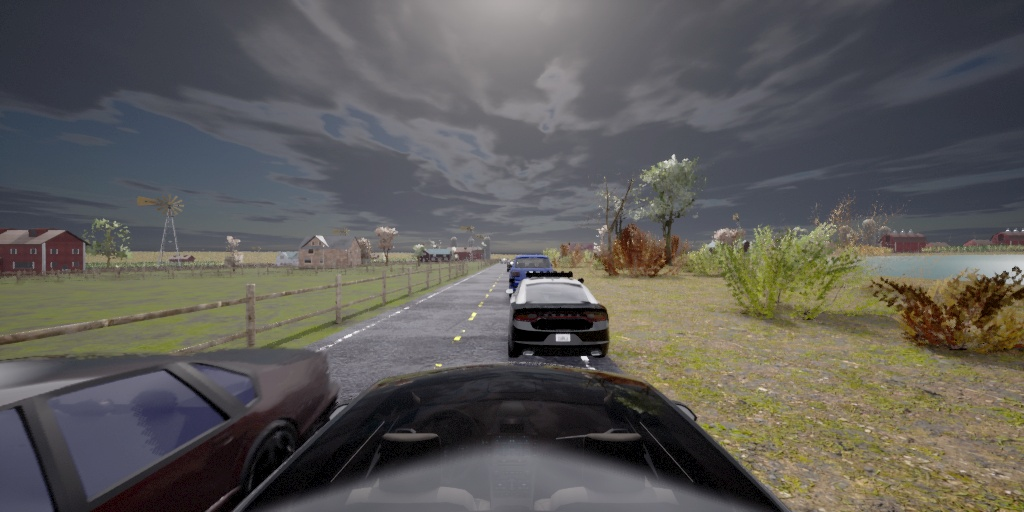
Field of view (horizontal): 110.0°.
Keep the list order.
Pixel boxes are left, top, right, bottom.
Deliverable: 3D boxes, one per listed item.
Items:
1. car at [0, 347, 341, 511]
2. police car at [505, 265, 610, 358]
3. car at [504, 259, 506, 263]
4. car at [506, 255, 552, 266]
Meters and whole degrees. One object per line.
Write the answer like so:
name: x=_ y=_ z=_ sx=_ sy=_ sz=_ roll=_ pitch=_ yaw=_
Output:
car: x=-2.750 y=1.297 z=1.465 sx=2.033 sy=1.411 sz=5.357 roll=0 pitch=0 yaw=0
police car: x=0.878 y=1.174 z=8.630 sx=1.930 sy=1.638 sz=5.238 roll=0 pitch=0 yaw=0
car: x=0.347 y=1.334 z=46.308 sx=1.994 sy=1.385 sz=4.181 roll=0 pitch=0 yaw=2
car: x=0.949 y=0.974 z=18.550 sx=2.150 sy=2.045 sz=5.566 roll=0 pitch=0 yaw=0
